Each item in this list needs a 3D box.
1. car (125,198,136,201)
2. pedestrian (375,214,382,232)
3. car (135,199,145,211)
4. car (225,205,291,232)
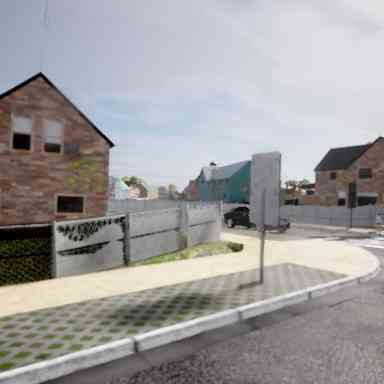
[{"bbox_3d":[-9.777,1.617,53.362,2.097,1.767,4.553,2,-1,-16],"label":"car"},{"bbox_3d":[11.013,1.797,19.596,0.500,1.100,0.500,2,-1,-31],"label":"pedestrian"},{"bbox_3d":[-4.854,1.793,39.000,2.097,1.767,4.553,2,-2,-21],"label":"car"},{"bbox_3d":[3.908,1.615,20.514,1.837,1.490,4.892,3,-2,-29],"label":"car"}]
